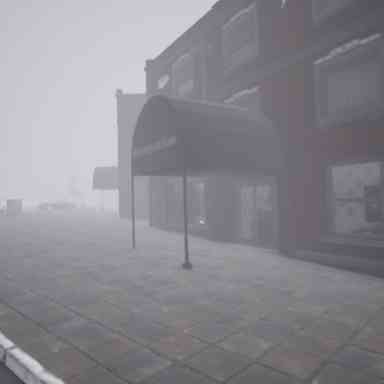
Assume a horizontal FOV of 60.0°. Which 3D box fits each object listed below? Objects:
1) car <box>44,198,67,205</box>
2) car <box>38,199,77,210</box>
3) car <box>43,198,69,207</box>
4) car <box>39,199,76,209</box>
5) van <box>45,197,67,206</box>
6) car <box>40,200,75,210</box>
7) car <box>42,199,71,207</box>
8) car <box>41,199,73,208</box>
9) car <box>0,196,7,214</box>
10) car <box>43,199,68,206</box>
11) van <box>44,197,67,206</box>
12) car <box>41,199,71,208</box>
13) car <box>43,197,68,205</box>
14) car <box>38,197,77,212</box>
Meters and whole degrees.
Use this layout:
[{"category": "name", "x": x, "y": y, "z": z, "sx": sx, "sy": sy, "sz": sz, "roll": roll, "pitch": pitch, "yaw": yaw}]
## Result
[{"category": "car", "x": -33.586, "y": 2.354, "z": 81.875, "sx": 4.553, "sy": 1.767, "sz": 2.185, "roll": 0, "pitch": -2, "yaw": -43}, {"category": "car", "x": -19.976, "y": 1.873, "z": 49.417, "sx": 4.892, "sy": 1.521, "sz": 2.231, "roll": 0, "pitch": -1, "yaw": -43}, {"category": "car", "x": -27.879, "y": 2.090, "z": 68.381, "sx": 4.553, "sy": 1.767, "sz": 2.185, "roll": 0, "pitch": -1, "yaw": -43}, {"category": "car", "x": -22.114, "y": 1.968, "z": 54.958, "sx": 5.366, "sy": 1.575, "sz": 1.946, "roll": 0, "pitch": -1, "yaw": -43}, {"category": "van", "x": -32.349, "y": 2.200, "z": 79.271, "sx": 4.442, "sy": 1.987, "sz": 1.878, "roll": 0, "pitch": -2, "yaw": -43}, {"category": "car", "x": -21.111, "y": 1.961, "z": 52.121, "sx": 4.674, "sy": 1.452, "sz": 2.002, "roll": 0, "pitch": -1, "yaw": -43}, {"category": "car", "x": -26.767, "y": 2.167, "z": 65.657, "sx": 4.892, "sy": 1.521, "sz": 2.231, "roll": 0, "pitch": -1, "yaw": -43}, {"category": "car", "x": -24.498, "y": 2.069, "z": 60.241, "sx": 4.892, "sy": 1.521, "sz": 2.231, "roll": 0, "pitch": -1, "yaw": -43}, {"category": "car", "x": -22.401, "y": 1.500, "z": 38.149, "sx": 2.150, "sy": 2.045, "sz": 5.566, "roll": -1, "pitch": -1, "yaw": -20}, {"category": "car", "x": -31.304, "y": 2.370, "z": 76.477, "sx": 5.008, "sy": 1.535, "sz": 2.097, "roll": 0, "pitch": -2, "yaw": -43}, {"category": "van", "x": -30.251, "y": 2.091, "z": 73.694, "sx": 4.442, "sy": 1.987, "sz": 1.878, "roll": 0, "pitch": -1, "yaw": -43}, {"category": "car", "x": -25.661, "y": 2.146, "z": 62.925, "sx": 4.792, "sy": 1.488, "sz": 2.163, "roll": 0, "pitch": -1, "yaw": -43}, {"category": "car", "x": -35.807, "y": 2.345, "z": 87.329, "sx": 5.566, "sy": 2.045, "sz": 2.435, "roll": 0, "pitch": -2, "yaw": -43}, {"category": "car", "x": -17.724, "y": 1.775, "z": 44.005, "sx": 4.892, "sy": 1.521, "sz": 2.231, "roll": 0, "pitch": -1, "yaw": -43}]
